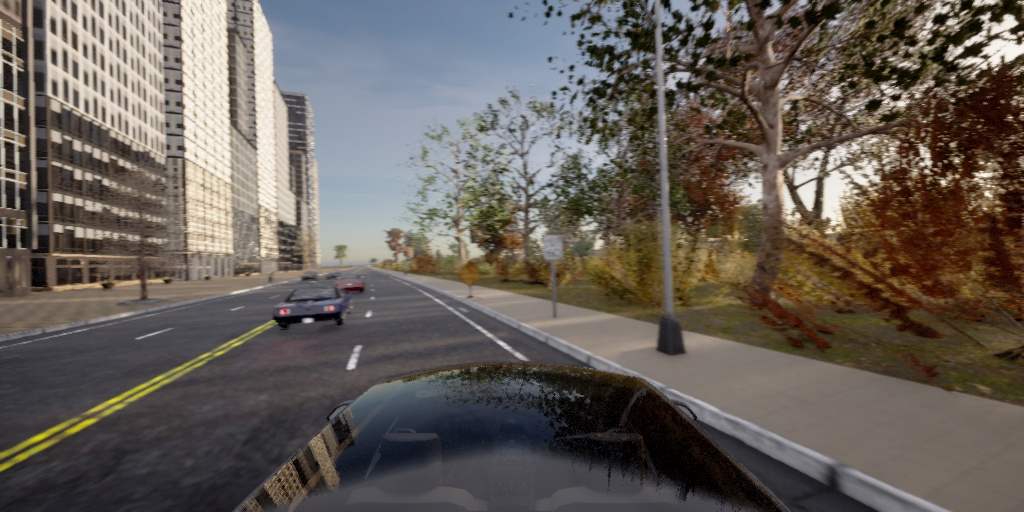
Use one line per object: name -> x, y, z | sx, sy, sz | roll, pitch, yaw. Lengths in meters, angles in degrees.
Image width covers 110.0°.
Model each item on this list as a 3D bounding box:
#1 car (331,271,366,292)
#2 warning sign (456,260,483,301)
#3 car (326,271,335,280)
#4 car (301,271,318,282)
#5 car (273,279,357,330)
car -> -12.559, 2.086, 27.956 | 1.994, 1.385, 4.181 | -2, -1, -21
warning sign -> -1.988, 1.129, 17.204 | 1.300, 1.860, 1.060 | 0, 0, -20
car -> -27.158, 2.933, 54.801 | 1.994, 1.385, 4.181 | -2, -1, -22
car -> -30.100, 2.961, 53.418 | 1.837, 1.490, 4.892 | -2, 0, -22
car -> -6.981, 1.741, 13.084 | 1.895, 1.301, 4.718 | -2, -1, -19
